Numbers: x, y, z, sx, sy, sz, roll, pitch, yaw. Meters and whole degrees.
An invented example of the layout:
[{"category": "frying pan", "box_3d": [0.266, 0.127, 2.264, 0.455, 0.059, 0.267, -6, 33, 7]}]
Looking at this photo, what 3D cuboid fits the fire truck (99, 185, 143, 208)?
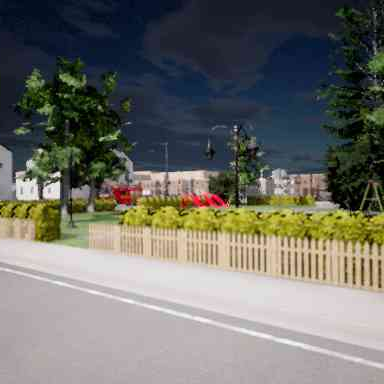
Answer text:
[{"category": "fire truck", "box_3d": [-12.524, 0.678, 59.294, 2.891, 3.827, 8.468, -1, 0, 35]}]
